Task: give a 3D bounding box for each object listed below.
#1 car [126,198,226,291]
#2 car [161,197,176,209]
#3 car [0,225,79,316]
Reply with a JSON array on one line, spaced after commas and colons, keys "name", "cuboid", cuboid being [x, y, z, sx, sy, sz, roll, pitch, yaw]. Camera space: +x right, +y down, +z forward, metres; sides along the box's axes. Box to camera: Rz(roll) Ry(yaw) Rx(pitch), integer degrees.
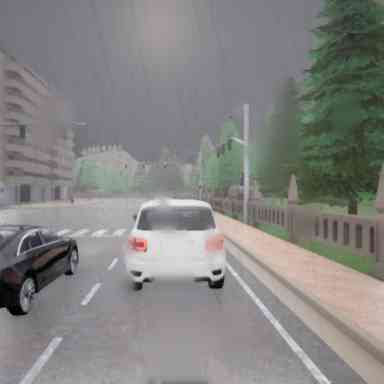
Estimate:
[{"name": "car", "cuboid": [-0.480, 1.208, 9.186, 2.150, 2.045, 5.566, 0, 0, -4]}, {"name": "car", "cuboid": [-3.166, 1.461, 44.422, 1.812, 1.442, 4.674, 0, 0, -4]}, {"name": "car", "cuboid": [-3.971, 1.480, 7.405, 2.128, 1.511, 4.902, 0, 0, -3]}]
